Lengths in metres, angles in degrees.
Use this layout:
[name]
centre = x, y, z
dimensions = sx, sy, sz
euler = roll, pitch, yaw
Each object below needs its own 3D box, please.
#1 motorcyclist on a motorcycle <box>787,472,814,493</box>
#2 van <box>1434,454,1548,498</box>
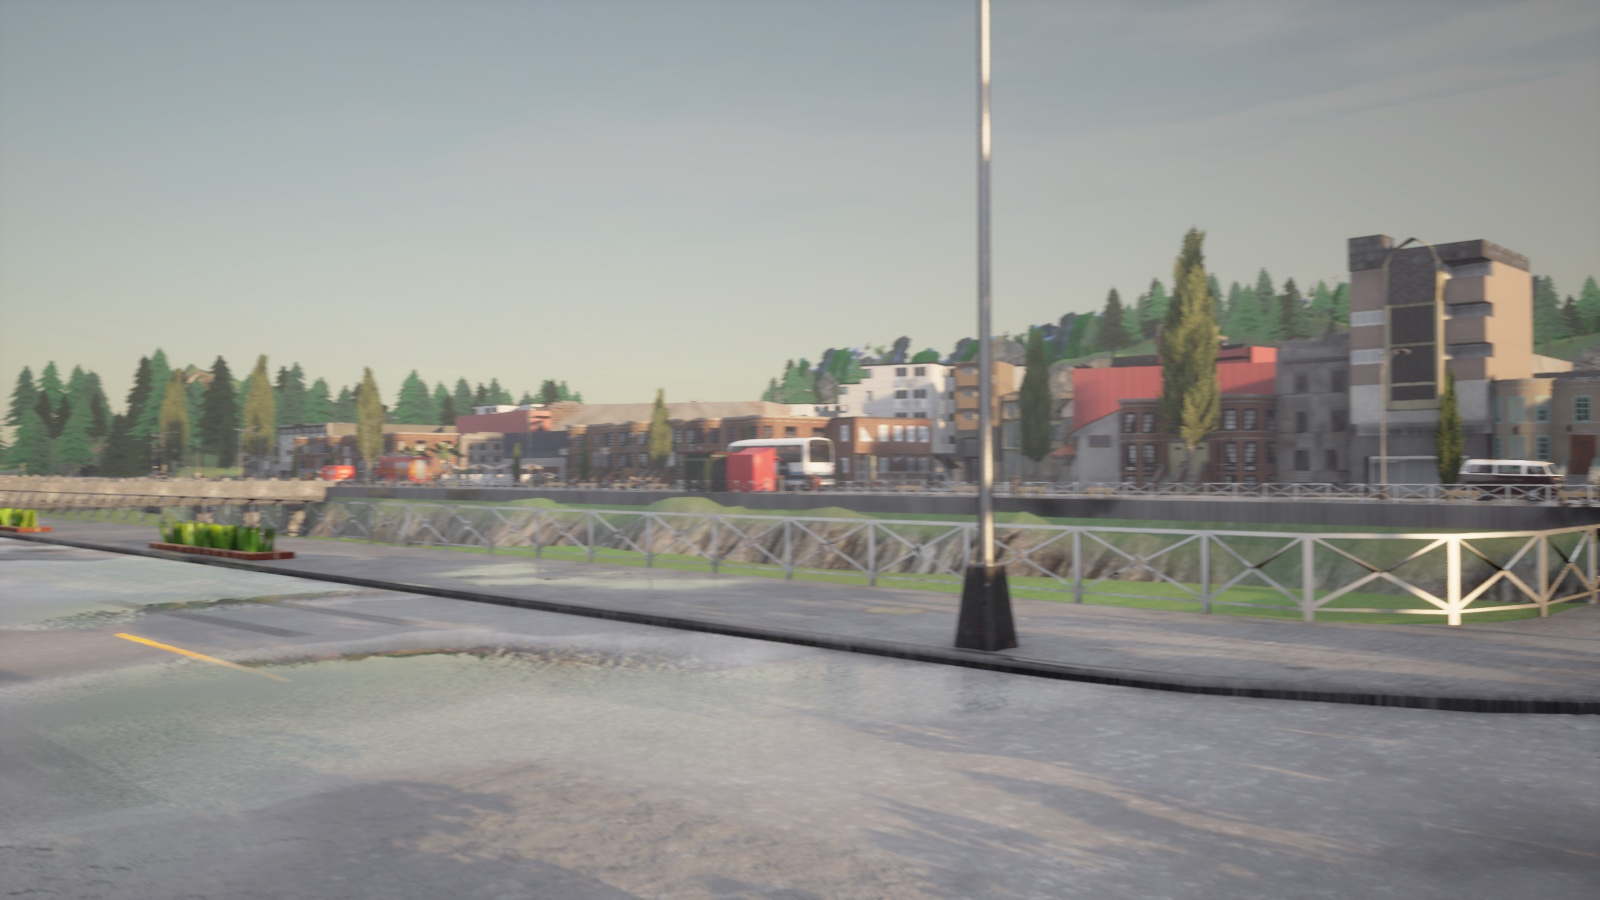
[motorcyclist on a motorcycle]
centre = 0.015, 2.424, 94.320
dimensions = 2.044, 1.523, 0.797
euler = -2, -1, 44
[van]
centre = 33.833, 1.242, 61.552
dimensions = 4.480, 2.038, 2.069
euler = 0, 0, 44
